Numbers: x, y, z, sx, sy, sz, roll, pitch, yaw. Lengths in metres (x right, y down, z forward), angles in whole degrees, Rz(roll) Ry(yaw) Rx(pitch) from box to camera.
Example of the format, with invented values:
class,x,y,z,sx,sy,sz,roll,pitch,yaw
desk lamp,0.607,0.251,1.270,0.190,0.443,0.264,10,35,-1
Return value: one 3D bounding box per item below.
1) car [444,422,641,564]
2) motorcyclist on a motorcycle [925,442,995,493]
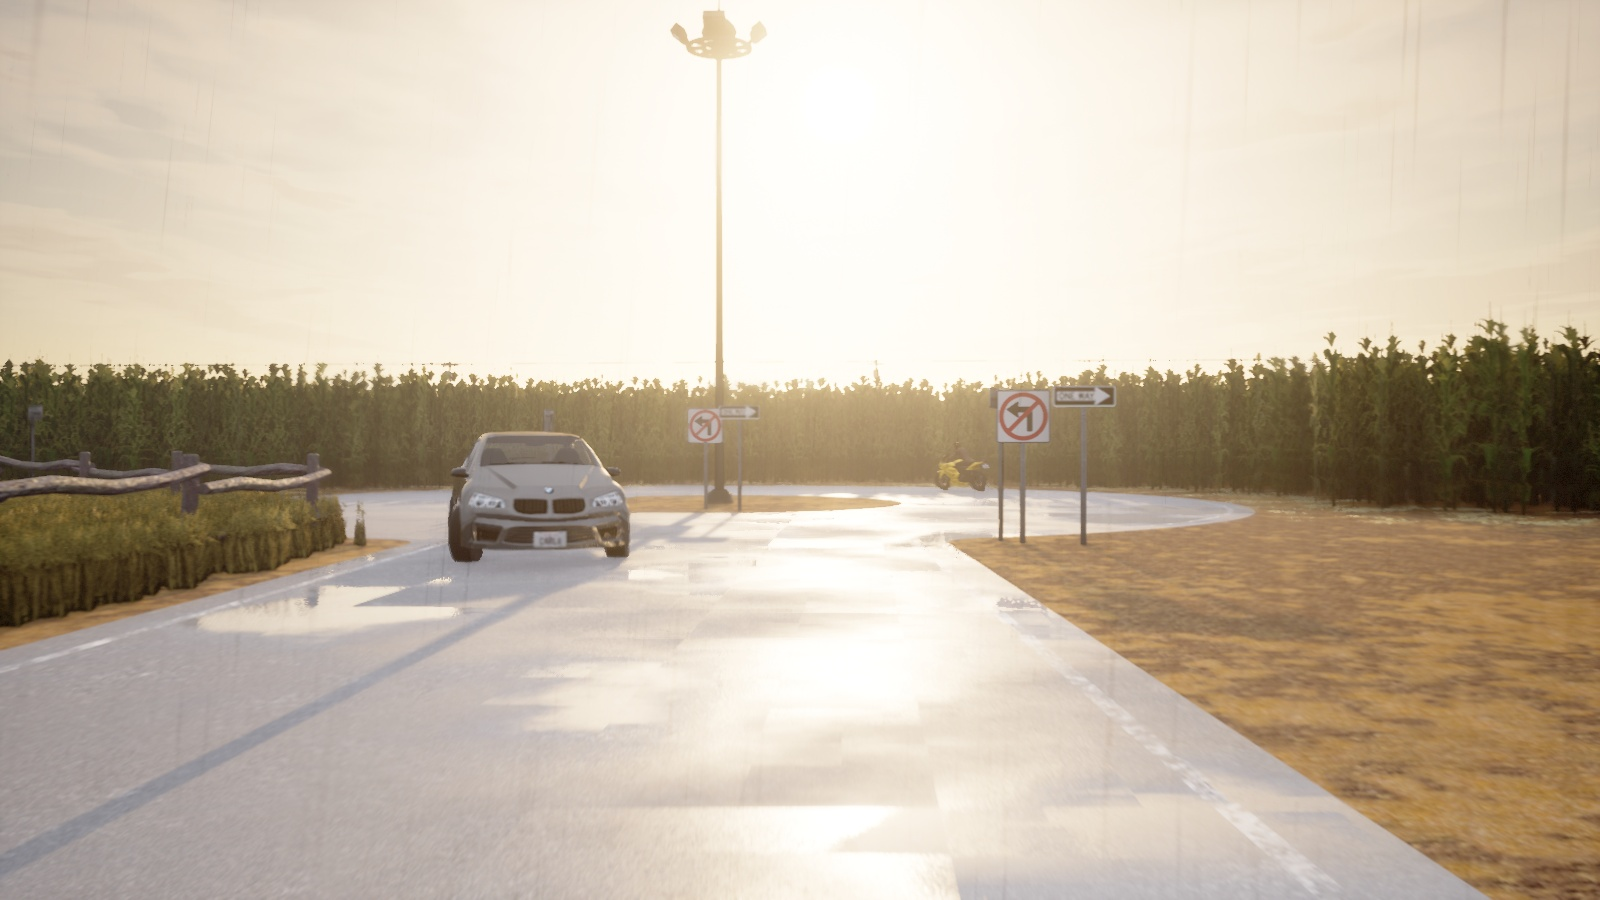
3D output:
class,x,y,z,sx,sy,sz,roll,pitch,yaw
car,-3.693,0.490,17.286,2.242,1.667,4.611,0,0,-17
motorcyclist on a motorcycle,4.893,0.515,38.484,0.797,1.523,2.044,-2,1,-44
